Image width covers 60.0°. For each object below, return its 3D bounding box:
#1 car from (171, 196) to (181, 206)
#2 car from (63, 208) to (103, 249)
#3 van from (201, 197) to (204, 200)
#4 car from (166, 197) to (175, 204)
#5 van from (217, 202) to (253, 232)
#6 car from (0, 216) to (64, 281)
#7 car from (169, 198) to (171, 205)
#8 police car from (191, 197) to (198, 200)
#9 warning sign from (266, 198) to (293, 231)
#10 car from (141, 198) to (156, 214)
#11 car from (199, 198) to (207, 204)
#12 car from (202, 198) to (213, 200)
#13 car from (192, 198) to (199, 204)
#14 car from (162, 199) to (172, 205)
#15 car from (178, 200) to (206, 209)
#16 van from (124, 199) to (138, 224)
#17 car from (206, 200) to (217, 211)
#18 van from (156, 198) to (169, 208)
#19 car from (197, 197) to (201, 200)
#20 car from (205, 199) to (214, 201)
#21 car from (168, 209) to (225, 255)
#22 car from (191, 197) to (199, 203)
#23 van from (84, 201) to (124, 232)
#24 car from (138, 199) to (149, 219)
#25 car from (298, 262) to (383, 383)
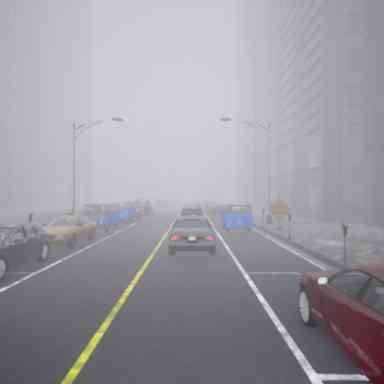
[{"bbox_3d":[-2.961,2.153,70.997,1.837,1.490,4.892,0,-1,0],"label":"car"},{"bbox_3d":[-5.757,1.670,15.412,1.752,1.417,4.829,0,-1,0],"label":"car"},{"bbox_3d":[2.789,1.851,55.067,1.690,1.788,3.998,0,-1,0],"label":"van"},{"bbox_3d":[-5.717,2.257,88.911,1.967,1.590,4.097,0,-1,0],"label":"car"},{"bbox_3d":[2.771,1.539,21.225,1.690,1.788,3.998,0,-1,0],"label":"van"},{"bbox_3d":[-5.760,1.644,9.942,2.008,1.369,4.403,0,-1,0],"label":"car"},{"bbox_3d":[-5.729,2.158,66.348,1.887,1.381,4.507,0,-1,0],"label":"car"},{"bbox_3d":[0.931,2.160,79.474,1.930,1.638,5.238,0,0,0],"label":"police car"},{"bbox_3d":[5.082,1.296,19.363,1.300,1.860,1.060,0,0,0],"label":"warning sign"},{"bbox_3d":[-5.745,1.670,38.147,2.192,1.841,5.009,0,-1,0],"label":"car"},{"bbox_3d":[2.809,2.368,88.908,2.008,1.369,4.403,0,0,0],"label":"car"},{"bbox_3d":[2.787,2.024,49.425,1.947,1.339,4.313,0,-1,0],"label":"car"},{"bbox_3d":[0.886,2.328,89.363,1.837,1.490,4.892,0,-1,0],"label":"car"},{"bbox_3d":[-5.723,2.282,77.629,1.947,1.339,4.313,0,-1,0],"label":"car"},{"bbox_3d":[0.021,1.752,29.464,1.882,1.535,5.008,0,0,0],"label":"car"},{"bbox_3d":[-5.752,1.591,26.865,1.690,1.788,3.998,0,-1,0],"label":"van"},{"bbox_3d":[2.781,1.936,38.144,1.802,1.307,4.206,0,-1,0],"label":"car"},{"bbox_3d":[-5.733,1.903,60.710,1.690,1.788,3.998,0,-1,0],"label":"van"},{"bbox_3d":[2.803,2.261,77.627,1.887,1.381,4.507,0,-1,0],"label":"car"},{"bbox_3d":[2.784,1.988,43.784,1.802,1.307,4.206,0,-1,0],"label":"car"},{"bbox_3d":[0.009,1.678,13.979,2.033,1.411,5.357,0,0,0],"label":"car"},{"bbox_3d":[0.801,2.225,95.335,2.097,1.767,4.553,0,0,0],"label":"car"},{"bbox_3d":[-5.755,1.539,21.225,1.690,1.788,3.998,0,-1,0],"label":"van"},{"bbox_3d":[-5.748,1.743,32.505,1.967,1.590,4.097,0,-1,0],"label":"car"},{"bbox_3d":[2.762,1.586,4.301,1.887,1.381,4.507,0,-1,0],"label":"car"}]
